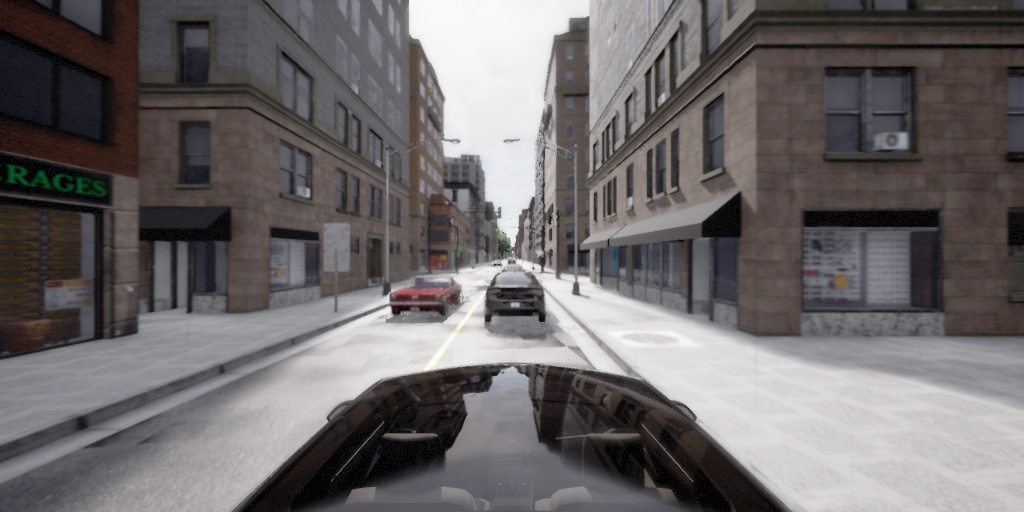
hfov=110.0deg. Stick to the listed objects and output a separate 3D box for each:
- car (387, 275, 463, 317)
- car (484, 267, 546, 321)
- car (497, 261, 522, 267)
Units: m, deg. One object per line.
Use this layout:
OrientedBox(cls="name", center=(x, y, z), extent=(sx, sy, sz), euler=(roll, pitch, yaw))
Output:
OrientedBox(cls="car", center=(-3.093, 1.406, 13.641), extent=(1.895, 1.301, 4.718), euler=(0, 0, 0))
OrientedBox(cls="car", center=(0.098, 1.278, 12.633), extent=(1.882, 1.535, 5.008), euler=(0, -1, 0))
OrientedBox(cls="car", center=(0.095, 1.367, 26.863), extent=(1.837, 1.490, 4.892), euler=(0, 0, 0))
